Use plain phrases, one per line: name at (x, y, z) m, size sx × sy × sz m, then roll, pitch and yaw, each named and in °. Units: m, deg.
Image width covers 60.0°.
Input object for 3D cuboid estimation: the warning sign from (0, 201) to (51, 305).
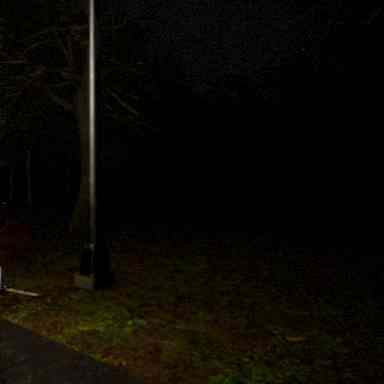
warning sign at (-3.758, 1.138, 6.646) m, size 1.060 × 1.860 × 1.300 m, roll 2°, pitch -1°, yaw 35°
